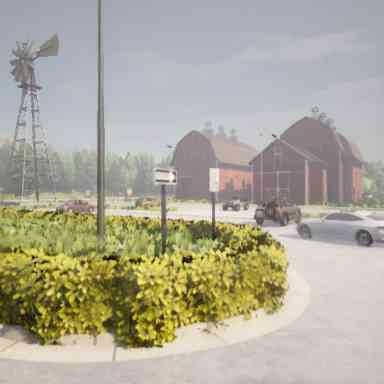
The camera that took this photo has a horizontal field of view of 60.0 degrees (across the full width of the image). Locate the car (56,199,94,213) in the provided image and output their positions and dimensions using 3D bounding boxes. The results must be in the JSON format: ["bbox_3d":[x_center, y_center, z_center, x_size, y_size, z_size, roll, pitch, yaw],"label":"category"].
[{"bbox_3d":[-12.493,1.517,35.675,1.784,1.438,3.905,0,0,35],"label":"car"}]

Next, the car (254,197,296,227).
[{"bbox_3d":[5.998,1.306,22.889,1.932,1.855,4.605,0,0,35],"label":"car"}]

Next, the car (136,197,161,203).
[{"bbox_3d":[-6.067,1.503,46.884,1.816,1.474,4.193,0,0,35],"label":"car"}]

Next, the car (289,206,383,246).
[{"bbox_3d":[7.010,1.557,15.173,1.812,1.442,4.674,0,0,-35],"label":"car"}]

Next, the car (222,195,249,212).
[{"bbox_3d":[5.288,1.310,39.593,1.905,1.878,3.866,0,0,35],"label":"car"}]
